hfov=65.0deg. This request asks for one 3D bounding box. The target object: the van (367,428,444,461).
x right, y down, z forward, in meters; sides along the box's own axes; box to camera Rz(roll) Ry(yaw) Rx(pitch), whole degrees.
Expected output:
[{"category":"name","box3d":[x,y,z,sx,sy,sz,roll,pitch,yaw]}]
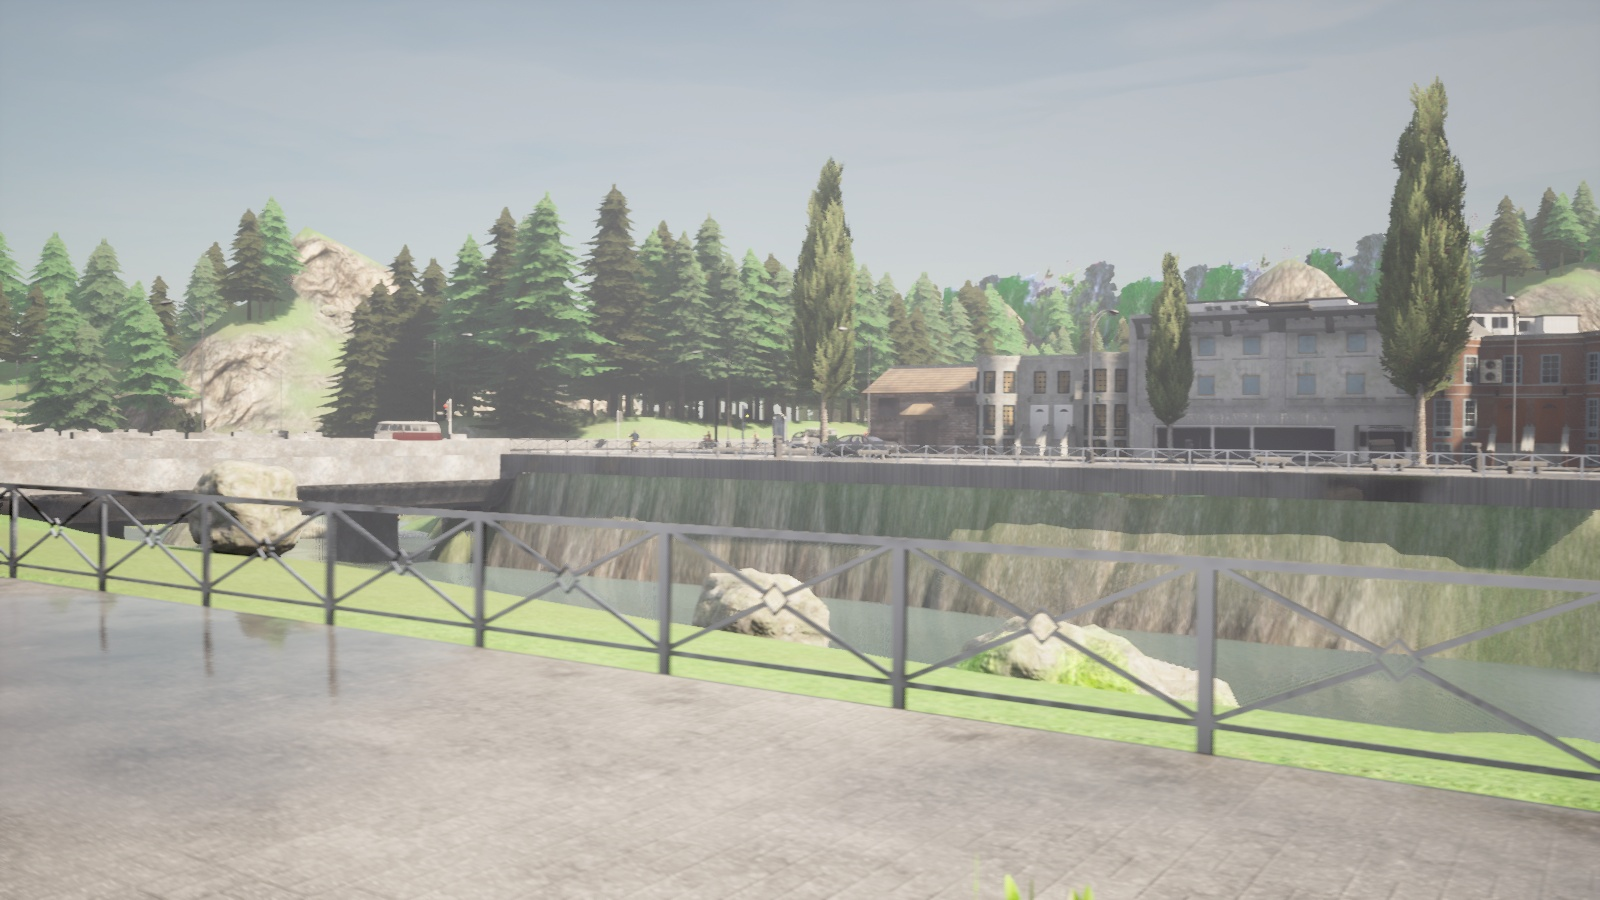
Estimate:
[{"category":"van","box3d":[-24.951,-0.375,79.550,1.775,1.987,4.442,0,1,38]}]

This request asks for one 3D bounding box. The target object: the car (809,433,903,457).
[{"category":"car","box3d":[3.362,-0.289,75.998,5.357,1.411,2.033,0,1,34]}]

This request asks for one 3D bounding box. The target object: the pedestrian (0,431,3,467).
[{"category":"pedestrian","box3d":[-41.416,-0.061,64.273,0.634,1.844,0.899,0,1,37]}]
